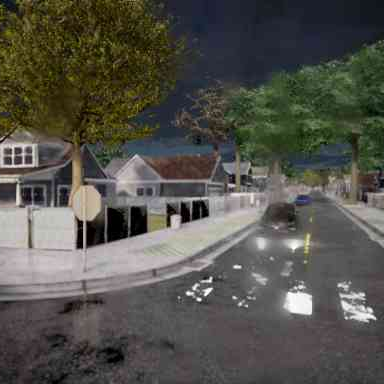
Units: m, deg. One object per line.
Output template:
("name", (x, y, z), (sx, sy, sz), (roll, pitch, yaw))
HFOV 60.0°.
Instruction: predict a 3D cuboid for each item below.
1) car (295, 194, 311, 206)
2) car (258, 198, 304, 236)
("car", (15.612, 1.061, 46.824), (1.882, 1.535, 5.008), (0, 0, 20))
("car", (4.710, 1.340, 17.519), (1.837, 1.490, 4.892), (0, 1, 20))
